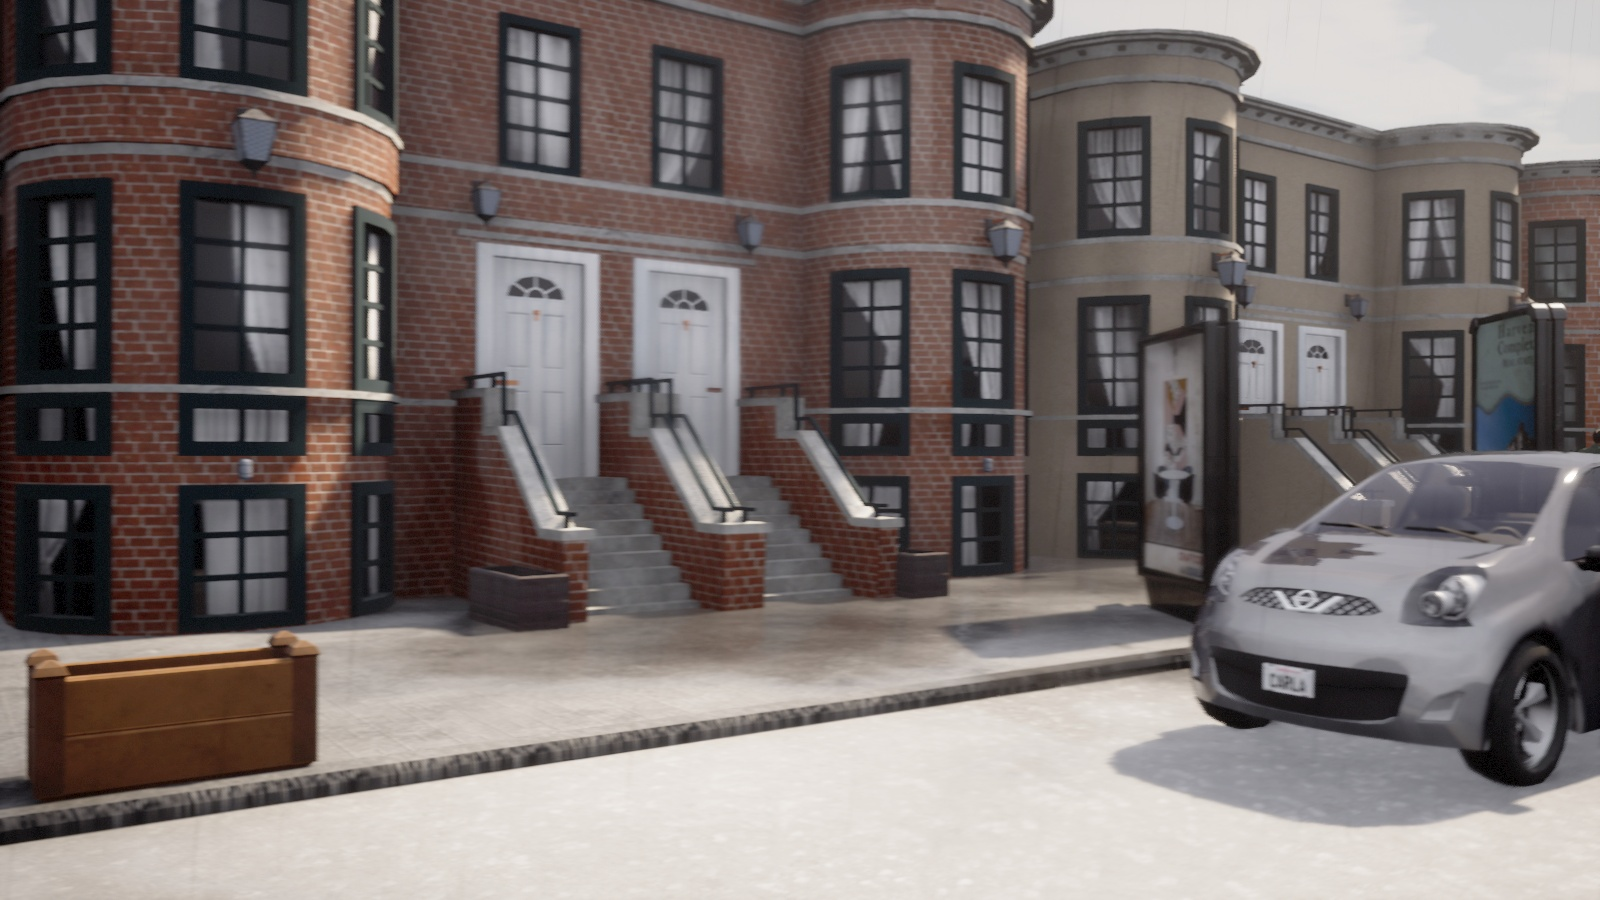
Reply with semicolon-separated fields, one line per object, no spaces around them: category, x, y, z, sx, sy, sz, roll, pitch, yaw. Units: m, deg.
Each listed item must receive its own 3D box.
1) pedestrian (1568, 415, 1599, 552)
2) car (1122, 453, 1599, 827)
pedestrian;11.622;0.475;18.308;0.788;1.949;0.423;0;0;-34
car;3.704;0.768;6.846;3.633;1.501;1.845;0;0;-35
